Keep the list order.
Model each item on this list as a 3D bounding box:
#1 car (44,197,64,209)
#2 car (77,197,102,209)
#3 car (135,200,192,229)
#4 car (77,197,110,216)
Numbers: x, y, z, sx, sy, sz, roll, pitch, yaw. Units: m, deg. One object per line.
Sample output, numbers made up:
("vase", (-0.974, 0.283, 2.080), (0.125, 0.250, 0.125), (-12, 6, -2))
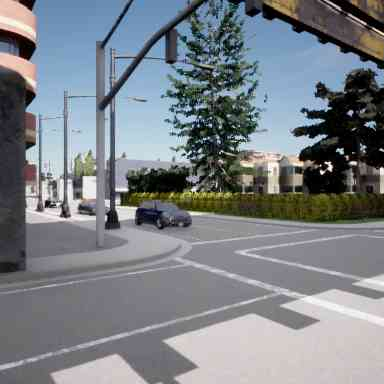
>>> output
("car", (-19.349, 1.509, 46.554), (2.128, 1.511, 4.902), (0, 0, -35))
("car", (-14.059, 1.478, 45.331), (1.882, 1.535, 5.008), (0, 0, -34))
("car", (-1.949, 1.352, 21.692), (2.097, 1.767, 4.553), (0, 0, -35))
("car", (-9.736, 1.547, 32.746), (2.033, 1.411, 5.357), (0, 0, -35))
